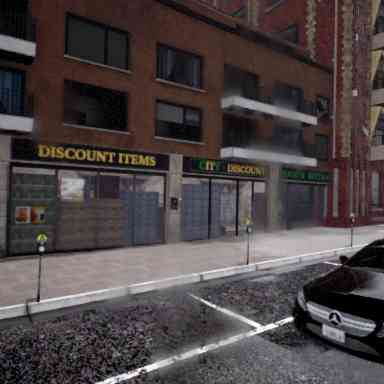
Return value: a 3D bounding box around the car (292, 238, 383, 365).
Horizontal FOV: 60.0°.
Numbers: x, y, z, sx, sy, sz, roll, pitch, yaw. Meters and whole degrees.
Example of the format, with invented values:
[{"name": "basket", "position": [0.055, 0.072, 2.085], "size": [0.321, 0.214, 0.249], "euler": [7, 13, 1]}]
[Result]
[{"name": "car", "position": [3.682, 1.529, 5.555], "size": [4.674, 1.442, 1.812], "euler": [0, 0, -35]}]
